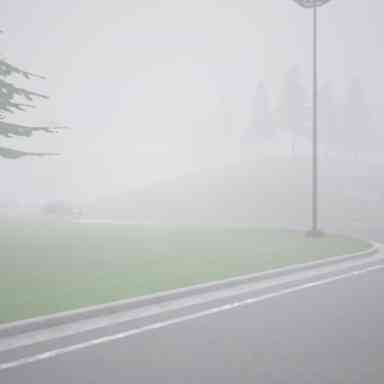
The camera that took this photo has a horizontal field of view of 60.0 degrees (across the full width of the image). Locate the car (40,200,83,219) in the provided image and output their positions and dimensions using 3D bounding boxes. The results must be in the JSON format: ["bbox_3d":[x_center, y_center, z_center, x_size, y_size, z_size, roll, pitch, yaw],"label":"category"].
[{"bbox_3d":[-11.564,1.495,29.383,4.902,1.511,2.128,0,0,39],"label":"car"}]

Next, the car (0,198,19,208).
[{"bbox_3d":[-26.147,1.528,47.604,1.812,1.442,4.674,0,0,-34],"label":"car"}]
